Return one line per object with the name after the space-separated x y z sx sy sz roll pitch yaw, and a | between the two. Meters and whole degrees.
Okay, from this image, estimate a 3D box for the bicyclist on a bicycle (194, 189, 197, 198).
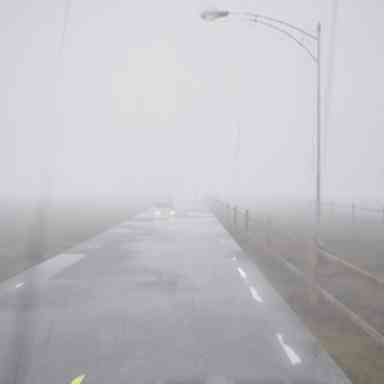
0.778 0.322 72.464 0.659 1.776 1.843 0 2 0 | bicyclist on a bicycle

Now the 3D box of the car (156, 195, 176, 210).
-2.832 1.123 36.599 1.882 1.535 5.008 0 1 0 | car

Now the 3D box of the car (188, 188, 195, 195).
0.027 -0.040 89.317 1.812 1.442 4.674 0 2 0 | car

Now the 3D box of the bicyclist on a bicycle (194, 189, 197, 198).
0.776 0.540 63.467 0.659 1.776 1.843 0 1 0 | bicyclist on a bicycle
